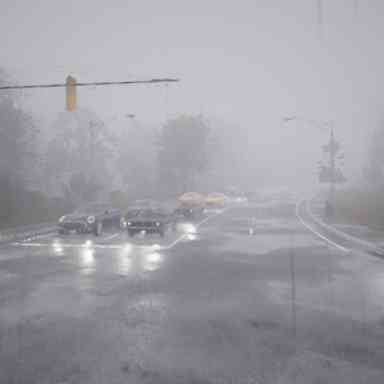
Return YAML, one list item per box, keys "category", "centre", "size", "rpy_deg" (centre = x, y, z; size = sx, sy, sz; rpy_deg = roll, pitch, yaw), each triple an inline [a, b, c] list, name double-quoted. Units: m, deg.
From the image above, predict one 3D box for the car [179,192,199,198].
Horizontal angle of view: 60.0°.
- category: "car"
  centre: [-0.194, 0.792, 39.974]
  size: [1.882, 1.535, 5.008]
  rpy_deg: [0, 3, 19]

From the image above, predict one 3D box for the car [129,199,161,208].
- category: "car"
  centre: [-3.824, 1.339, 27.176]
  size: [1.837, 1.490, 4.892]
  rpy_deg: [0, 2, 13]

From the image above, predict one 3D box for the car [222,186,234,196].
- category: "car"
  centre: [5.702, -0.127, 54.315]
  size: [2.097, 1.767, 4.553]
  rpy_deg: [0, 3, 26]

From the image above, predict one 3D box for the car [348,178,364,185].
- category: "car"
  centre: [41.617, -2.679, 84.432]
  size: [5.357, 1.411, 2.033]
  rpy_deg: [-4, 3, -40]

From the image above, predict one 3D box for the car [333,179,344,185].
- category: "car"
  centre: [37.245, -2.528, 85.173]
  size: [4.674, 1.442, 1.812]
  rpy_deg: [-4, 3, -42]

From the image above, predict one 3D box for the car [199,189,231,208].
- category: "car"
  centre: [2.671, 0.867, 37.536]
  size: [1.882, 1.535, 5.008]
  rpy_deg: [0, 3, 19]

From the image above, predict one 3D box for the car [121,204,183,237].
- category: "car"
  centre: [-2.022, 1.599, 18.253]
  size: [1.895, 1.301, 4.718]
  rpy_deg: [0, 1, 9]

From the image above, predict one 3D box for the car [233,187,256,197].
- category: "car"
  centre: [8.714, -0.029, 52.506]
  size: [2.128, 1.511, 4.902]
  rpy_deg: [0, 3, 26]

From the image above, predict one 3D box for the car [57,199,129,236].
- category: "car"
  centre: [-5.487, 1.346, 18.550]
  size: [2.097, 1.767, 4.553]
  rpy_deg: [0, 1, 10]

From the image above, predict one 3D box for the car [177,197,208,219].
- category: "car"
  centre: [-0.253, 1.417, 27.207]
  size: [1.895, 1.301, 4.718]
  rpy_deg: [0, 2, 13]
